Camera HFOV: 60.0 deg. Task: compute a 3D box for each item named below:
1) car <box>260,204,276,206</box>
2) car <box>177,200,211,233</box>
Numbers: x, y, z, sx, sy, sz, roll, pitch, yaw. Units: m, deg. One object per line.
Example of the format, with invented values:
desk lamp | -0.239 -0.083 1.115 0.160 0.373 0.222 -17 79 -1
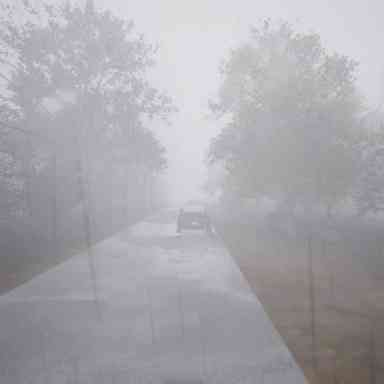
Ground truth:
car | 19.920 4.426 82.810 2.435 2.045 5.566 0 1 -18
car | 0.116 1.480 19.838 1.882 1.535 5.008 0 0 0
